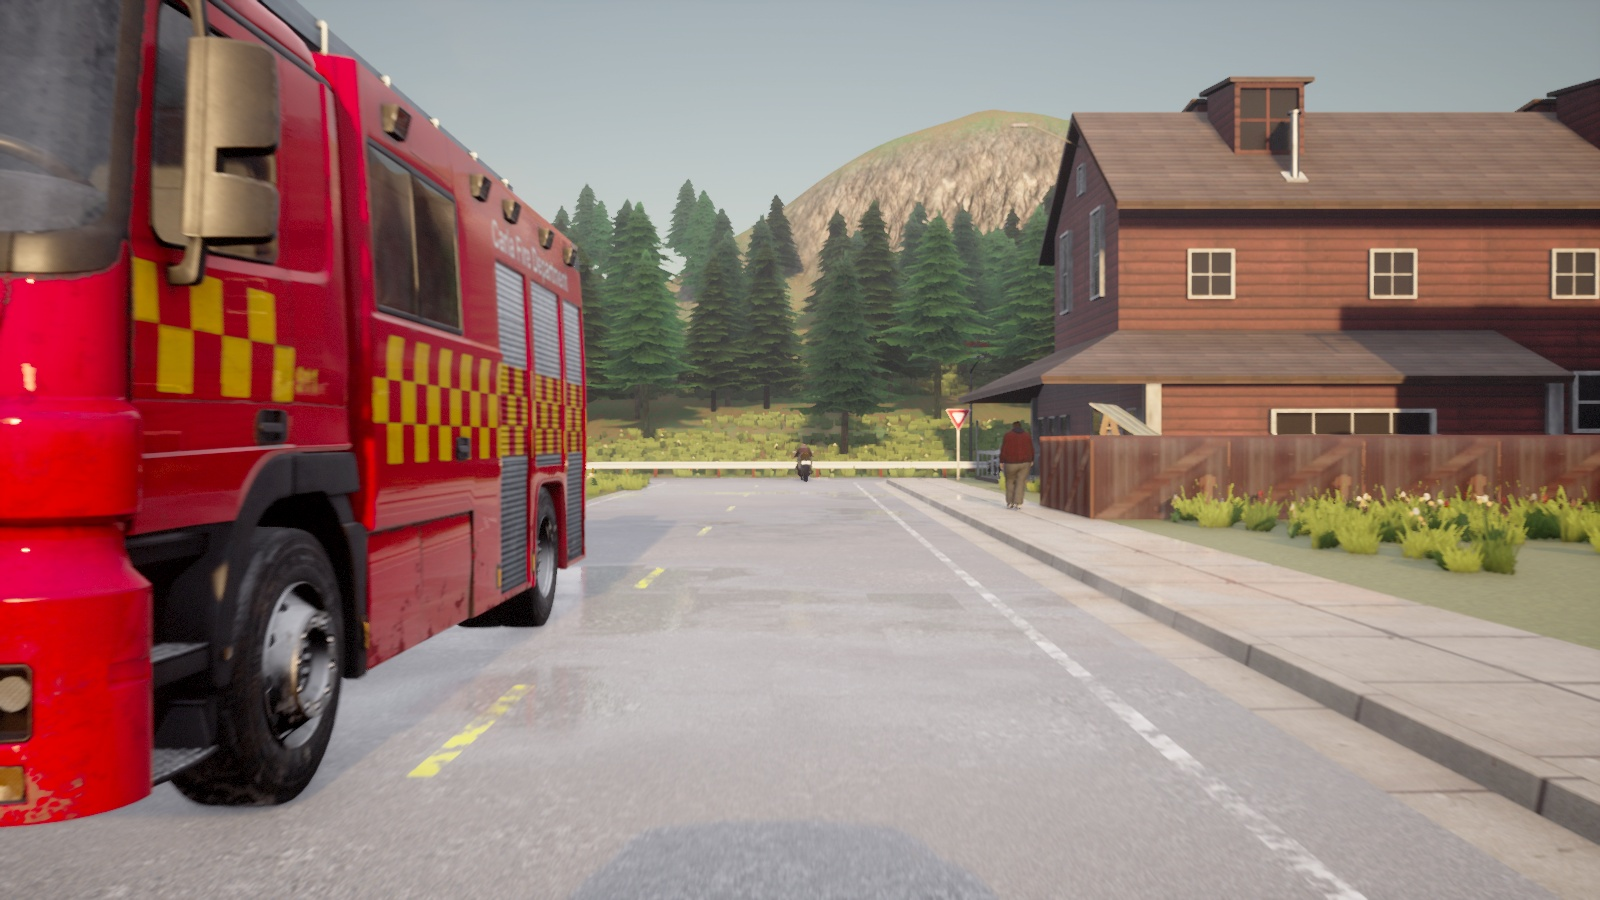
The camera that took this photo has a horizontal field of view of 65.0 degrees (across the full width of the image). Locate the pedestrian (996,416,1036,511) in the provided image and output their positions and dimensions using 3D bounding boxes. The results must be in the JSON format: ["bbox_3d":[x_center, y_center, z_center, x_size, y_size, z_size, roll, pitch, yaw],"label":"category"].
[{"bbox_3d":[4.278,0.265,24.931,0.634,1.844,0.899,0,0,0],"label":"pedestrian"}]

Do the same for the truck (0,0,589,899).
[{"bbox_3d":[-3.442,-0.464,7.486,2.891,3.827,8.468,0,0,0],"label":"truck"}]

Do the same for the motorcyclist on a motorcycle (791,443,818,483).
[{"bbox_3d":[0.152,0.522,49.133,0.866,1.530,2.191,0,-1,-4],"label":"motorcyclist on a motorcycle"}]
